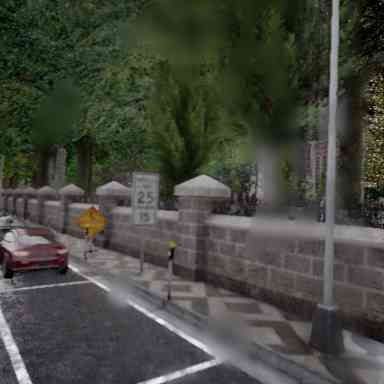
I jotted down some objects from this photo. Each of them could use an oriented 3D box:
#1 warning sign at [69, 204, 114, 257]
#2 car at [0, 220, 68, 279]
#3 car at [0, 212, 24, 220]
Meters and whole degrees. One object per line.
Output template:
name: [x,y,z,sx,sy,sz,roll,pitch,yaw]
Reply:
warning sign: [-3.881,1.440,12.793,1.300,1.860,1.060,4,-2,-36]
car: [-5.186,1.785,10.617,1.802,1.307,4.206,3,-2,-36]
car: [-8.423,1.786,15.094,2.008,1.369,4.403,3,-2,-36]
